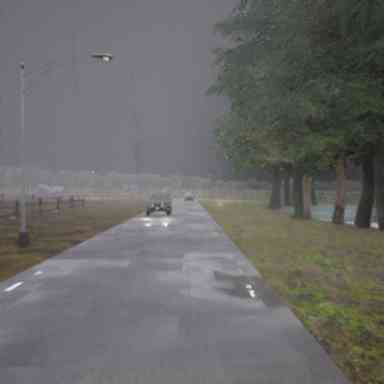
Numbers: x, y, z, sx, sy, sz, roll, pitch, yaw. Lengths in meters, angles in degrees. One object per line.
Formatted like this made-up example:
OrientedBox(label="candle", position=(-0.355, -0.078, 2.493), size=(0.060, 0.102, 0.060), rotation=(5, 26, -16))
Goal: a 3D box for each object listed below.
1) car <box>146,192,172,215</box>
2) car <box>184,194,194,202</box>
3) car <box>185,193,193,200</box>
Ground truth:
OrientedBox(label="car", position=(-3.040, 1.072, 31.642), size=(2.150, 2.045, 5.566), rotation=(0, 0, -1))
OrientedBox(label="car", position=(-0.617, 1.242, 66.302), size=(1.837, 1.490, 4.892), rotation=(0, 0, -1))
OrientedBox(label="car", position=(-0.715, 1.103, 76.717), size=(1.882, 1.535, 5.008), rotation=(0, 0, -1))
